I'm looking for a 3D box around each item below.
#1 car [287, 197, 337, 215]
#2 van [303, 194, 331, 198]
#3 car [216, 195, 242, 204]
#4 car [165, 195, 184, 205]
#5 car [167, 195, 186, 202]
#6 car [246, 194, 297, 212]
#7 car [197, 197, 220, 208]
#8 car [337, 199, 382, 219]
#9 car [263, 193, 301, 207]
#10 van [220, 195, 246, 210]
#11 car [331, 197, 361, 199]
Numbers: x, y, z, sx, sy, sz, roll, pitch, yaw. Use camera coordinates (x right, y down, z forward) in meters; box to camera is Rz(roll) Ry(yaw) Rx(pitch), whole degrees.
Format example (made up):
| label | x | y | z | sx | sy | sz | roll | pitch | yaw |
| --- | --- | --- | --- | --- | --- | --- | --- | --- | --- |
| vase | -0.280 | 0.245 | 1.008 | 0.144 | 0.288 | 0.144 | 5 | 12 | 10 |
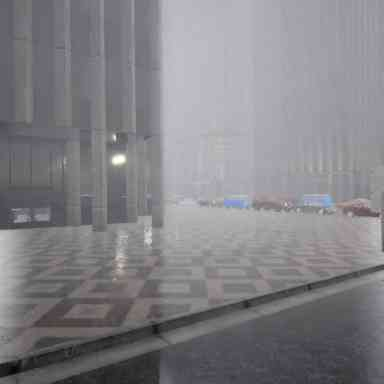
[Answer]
| label | x | y | z | sx | sy | sz | roll | pitch | yaw |
| --- | --- | --- | --- | --- | --- | --- | --- | --- | --- |
| car | 12.236 | 1.550 | 33.369 | 2.008 | 1.369 | 4.403 | -1 | 1 | -36 |
| van | 15.959 | 1.179 | 42.813 | 1.690 | 1.788 | 3.998 | -1 | 1 | -36 |
| car | 6.215 | 1.297 | 56.431 | 1.752 | 1.417 | 4.829 | -1 | 1 | -36 |
| car | -3.852 | 1.440 | 55.828 | 2.008 | 1.369 | 4.403 | -1 | 1 | -36 |
| car | -3.333 | 1.259 | 69.771 | 2.008 | 1.369 | 4.403 | -1 | 1 | -36 |
| car | 9.016 | 1.291 | 37.858 | 2.192 | 1.841 | 5.009 | -1 | 1 | -36 |
| car | 2.583 | 1.372 | 46.843 | 1.967 | 1.590 | 4.097 | -1 | 1 | -36 |
| car | 15.453 | 1.567 | 28.877 | 1.887 | 1.381 | 4.507 | -1 | 1 | -36 |
| car | 12.743 | 1.131 | 47.305 | 2.192 | 1.841 | 5.009 | -1 | 1 | -36 |
| van | 5.799 | 1.295 | 42.351 | 1.690 | 1.788 | 3.998 | -1 | 1 | -36 |
| car | 19.076 | 1.386 | 38.460 | 1.752 | 1.417 | 4.829 | -1 | 1 | -36 |
